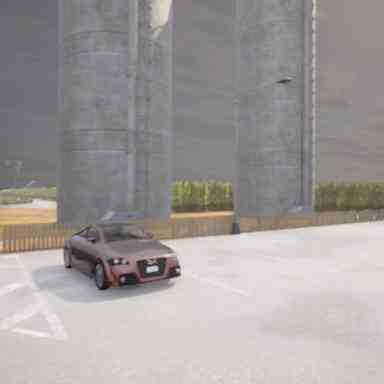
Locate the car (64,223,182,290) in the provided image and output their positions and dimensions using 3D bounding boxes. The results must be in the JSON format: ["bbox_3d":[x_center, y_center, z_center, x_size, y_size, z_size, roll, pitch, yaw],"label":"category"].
[{"bbox_3d":[-2.070,1.582,9.220,1.994,1.381,4.181,1,0,-36],"label":"car"}]
